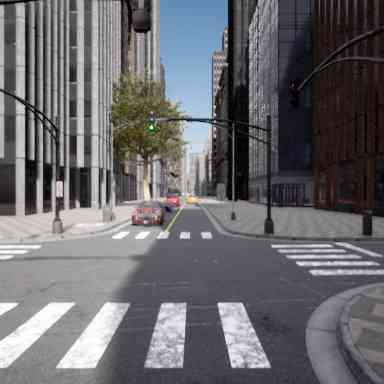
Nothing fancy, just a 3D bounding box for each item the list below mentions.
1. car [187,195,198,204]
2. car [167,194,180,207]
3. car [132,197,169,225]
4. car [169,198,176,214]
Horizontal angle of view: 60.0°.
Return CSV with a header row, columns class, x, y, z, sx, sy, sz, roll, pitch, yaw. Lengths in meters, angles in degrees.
class,x,y,z,sx,sy,sz,roll,pitch,yaw
car,0.126,1.503,69.184,2.097,1.767,4.553,0,0,-1
car,-3.046,1.337,52.333,2.150,2.045,5.566,0,0,0
car,-3.055,1.405,24.171,2.097,1.767,4.553,0,0,-1
car,-3.086,1.681,36.762,1.895,1.301,4.718,0,0,0
